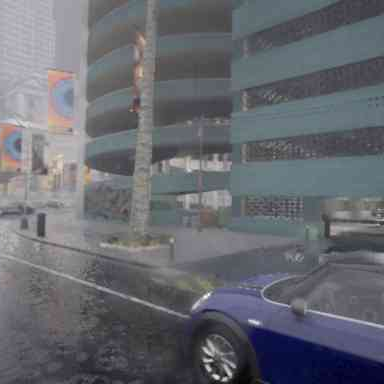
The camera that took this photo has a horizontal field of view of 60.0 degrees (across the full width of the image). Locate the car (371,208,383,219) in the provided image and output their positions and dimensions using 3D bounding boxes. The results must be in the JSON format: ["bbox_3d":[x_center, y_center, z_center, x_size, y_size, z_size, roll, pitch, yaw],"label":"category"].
[{"bbox_3d":[26.315,2.854,43.861,4.674,1.452,2.002,0,-2,42],"label":"car"}]

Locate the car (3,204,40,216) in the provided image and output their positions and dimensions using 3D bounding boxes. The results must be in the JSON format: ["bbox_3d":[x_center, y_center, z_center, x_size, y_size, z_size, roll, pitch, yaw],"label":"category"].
[{"bbox_3d":[-19.928,2.034,38.556,1.994,1.385,4.181,1,-1,1],"label":"car"}]

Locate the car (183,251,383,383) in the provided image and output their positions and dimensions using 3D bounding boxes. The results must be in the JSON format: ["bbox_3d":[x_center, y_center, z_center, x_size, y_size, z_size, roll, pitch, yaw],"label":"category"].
[{"bbox_3d":[2.042,1.489,3.793,4.553,1.767,2.097,0,-2,42],"label":"car"}]

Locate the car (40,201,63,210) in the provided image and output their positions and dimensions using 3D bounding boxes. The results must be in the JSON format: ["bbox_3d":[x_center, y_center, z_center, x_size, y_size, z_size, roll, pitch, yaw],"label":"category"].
[{"bbox_3d":[-25.109,2.322,58.819,1.837,1.490,4.892,0,-2,28],"label":"car"}]
